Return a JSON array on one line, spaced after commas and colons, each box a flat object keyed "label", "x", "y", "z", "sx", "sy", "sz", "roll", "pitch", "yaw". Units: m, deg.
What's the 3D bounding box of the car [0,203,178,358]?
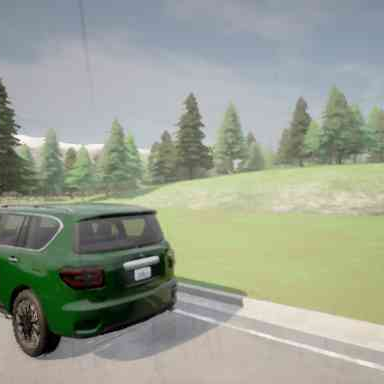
[{"label": "car", "x": -2.784, "y": 1.222, "z": 6.291, "sx": 5.566, "sy": 2.045, "sz": 2.150, "roll": 0, "pitch": 0, "yaw": 38}]
